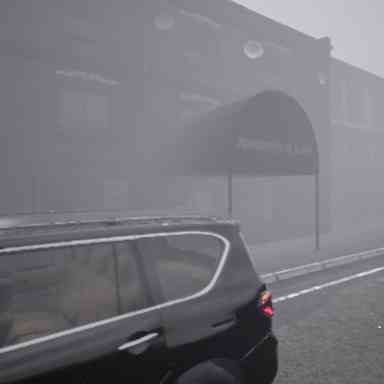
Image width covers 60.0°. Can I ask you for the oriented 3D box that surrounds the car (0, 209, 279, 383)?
[{"bbox_3d":[-1.776,1.223,2.418,5.566,2.045,2.150,-1,0,-36],"label":"car"}]
